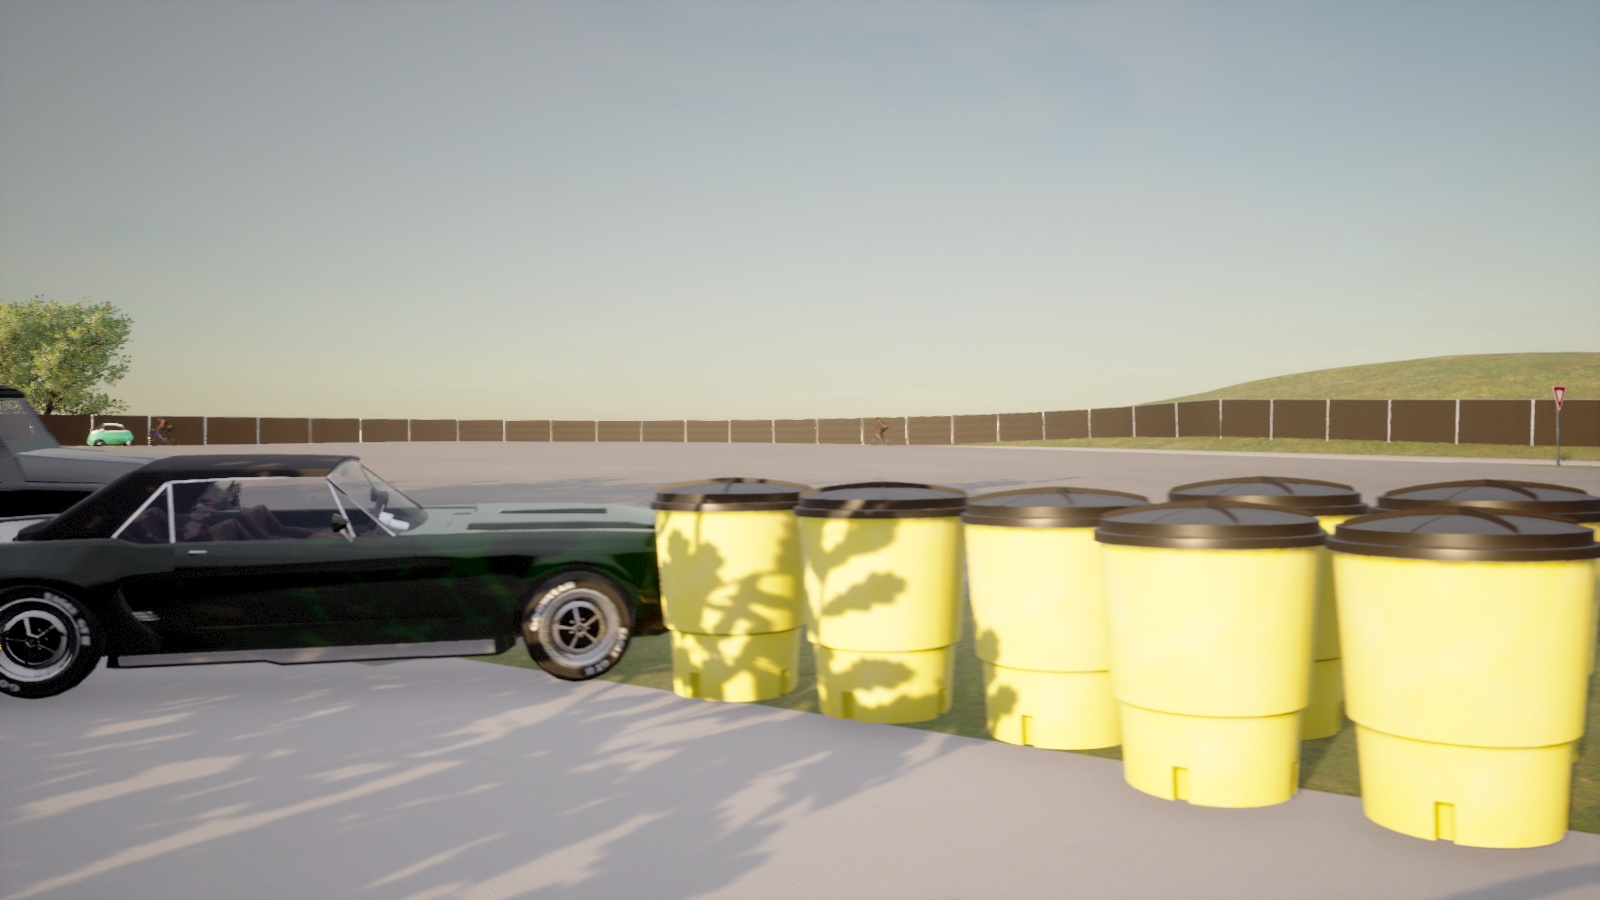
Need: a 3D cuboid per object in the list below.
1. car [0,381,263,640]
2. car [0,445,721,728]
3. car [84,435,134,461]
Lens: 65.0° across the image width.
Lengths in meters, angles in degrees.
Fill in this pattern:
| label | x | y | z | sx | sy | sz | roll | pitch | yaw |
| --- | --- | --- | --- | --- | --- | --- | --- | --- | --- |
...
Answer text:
| label | x | y | z | sx | sy | sz | roll | pitch | yaw |
| --- | --- | --- | --- | --- | --- | --- | --- | --- | --- |
| car | -6.490 | 0.429 | 9.960 | 3.866 | 1.878 | 1.905 | -2 | 2 | -17 |
| car | -2.993 | 0.734 | 7.894 | 4.718 | 1.301 | 1.895 | -2 | 3 | -12 |
| car | -38.894 | -0.118 | 70.657 | 2.207 | 1.376 | 1.481 | -2 | 0 | -39 |
